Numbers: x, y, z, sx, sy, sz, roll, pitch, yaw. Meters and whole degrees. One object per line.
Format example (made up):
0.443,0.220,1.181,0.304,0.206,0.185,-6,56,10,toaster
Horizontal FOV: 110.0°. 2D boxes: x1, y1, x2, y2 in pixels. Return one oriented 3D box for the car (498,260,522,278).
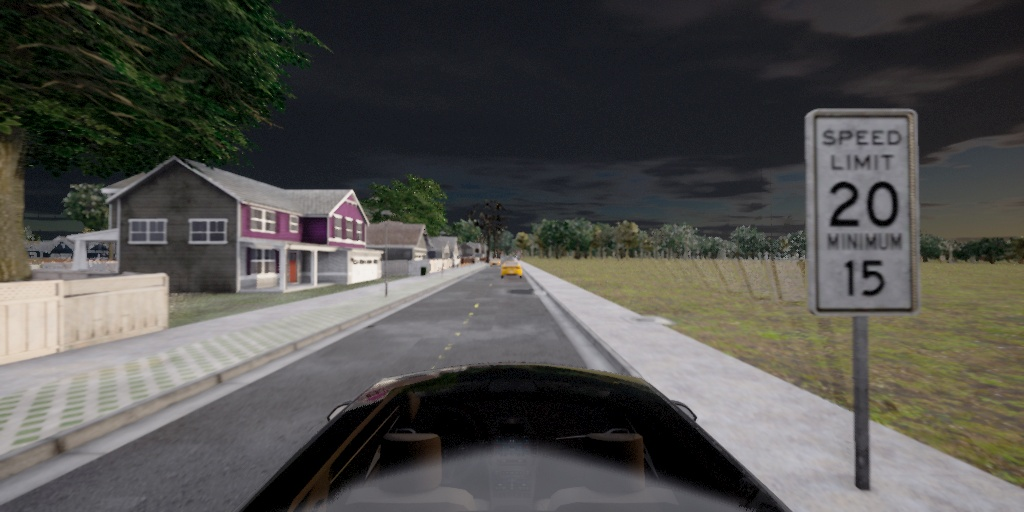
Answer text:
-0.042,1.230,33.714,1.882,1.535,5.008,0,0,0,car
